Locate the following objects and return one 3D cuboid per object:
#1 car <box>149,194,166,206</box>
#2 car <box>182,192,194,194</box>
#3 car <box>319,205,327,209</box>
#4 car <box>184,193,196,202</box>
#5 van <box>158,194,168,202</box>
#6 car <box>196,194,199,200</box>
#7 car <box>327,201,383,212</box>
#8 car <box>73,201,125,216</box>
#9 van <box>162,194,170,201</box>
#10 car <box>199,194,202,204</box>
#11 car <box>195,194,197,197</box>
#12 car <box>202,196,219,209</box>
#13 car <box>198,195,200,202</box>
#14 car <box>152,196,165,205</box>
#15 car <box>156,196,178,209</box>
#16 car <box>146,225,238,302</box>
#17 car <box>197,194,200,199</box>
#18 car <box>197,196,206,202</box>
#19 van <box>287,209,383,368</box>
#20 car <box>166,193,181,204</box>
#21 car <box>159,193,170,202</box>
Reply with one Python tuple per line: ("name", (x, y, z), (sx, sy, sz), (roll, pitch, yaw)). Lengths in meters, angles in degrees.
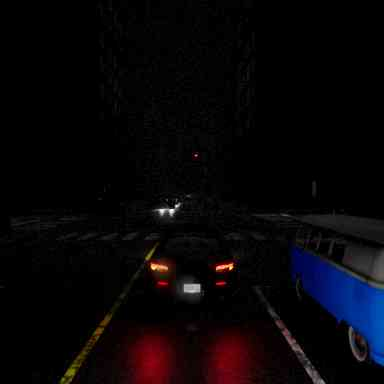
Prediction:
("car", (-6.025, 1.301, 55.594), (2.192, 1.841, 5.009), (0, 0, -1))
("car", (-0.746, 1.078, 84.216), (2.150, 2.045, 5.566), (0, 0, -1))
("car", (14.420, 1.584, 32.105), (4.718, 1.301, 1.895), (0, 0, 2))
("car", (-0.610, 1.563, 74.216), (1.895, 1.301, 4.718), (0, 0, -1))
("van", (-6.251, 1.313, 72.170), (1.690, 1.788, 3.998), (0, 0, -1))
("car", (2.349, 1.522, 66.762), (1.887, 1.381, 4.507), (0, 0, -1))
("car", (14.605, 1.517, 28.854), (4.674, 1.442, 1.812), (0, 0, -3))
("car", (-9.031, 1.581, 32.159), (4.718, 1.301, 1.895), (0, 0, -22))
("van", (-6.400, 1.301, 83.220), (1.690, 1.788, 3.998), (0, 0, -1))
("car", (2.575, 1.429, 50.185), (1.967, 1.590, 4.097), (0, 0, -1))
("car", (2.274, 1.523, 72.287), (2.008, 1.369, 4.403), (0, 0, -1))
("car", (2.649, 1.517, 44.830), (1.752, 1.417, 4.829), (0, 0, -1))
("car", (2.500, 1.536, 55.710), (2.008, 1.369, 4.403), (0, 0, -1))
("car", (-6.100, 1.533, 61.121), (2.008, 1.369, 4.403), (0, 0, -1))
("car", (-3.309, 1.554, 45.058), (1.994, 1.385, 4.181), (0, 0, -1))
("car", (0.000, 1.525, 8.148), (1.812, 1.442, 4.674), (0, 0, 0))
("car", (2.425, 1.547, 61.236), (1.947, 1.339, 4.313), (0, 0, -1))
("car", (2.198, 1.548, 77.812), (1.802, 1.307, 4.206), (0, 0, -1))
("van", (2.854, 1.341, 5.470), (1.690, 1.788, 3.998), (0, 0, 0))
("car", (-3.478, 1.335, 59.064), (2.097, 1.767, 4.553), (0, 0, -1))
("car", (-6.327, 1.281, 77.696), (2.192, 1.841, 5.009), (0, 0, -1))
